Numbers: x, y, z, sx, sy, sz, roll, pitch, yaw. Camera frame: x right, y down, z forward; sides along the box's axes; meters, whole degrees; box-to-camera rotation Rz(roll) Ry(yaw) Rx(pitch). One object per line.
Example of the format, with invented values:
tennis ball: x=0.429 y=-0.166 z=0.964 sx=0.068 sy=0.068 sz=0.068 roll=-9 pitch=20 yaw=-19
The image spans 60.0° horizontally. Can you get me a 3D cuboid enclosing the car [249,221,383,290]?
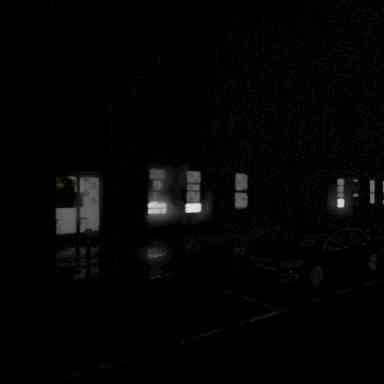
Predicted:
car: x=3.465 y=1.567 z=9.029 sx=4.403 sy=1.369 sz=2.008 roll=0 pitch=0 yaw=-35
